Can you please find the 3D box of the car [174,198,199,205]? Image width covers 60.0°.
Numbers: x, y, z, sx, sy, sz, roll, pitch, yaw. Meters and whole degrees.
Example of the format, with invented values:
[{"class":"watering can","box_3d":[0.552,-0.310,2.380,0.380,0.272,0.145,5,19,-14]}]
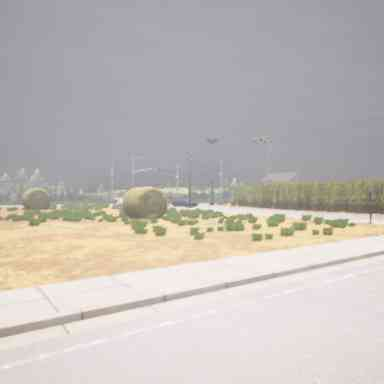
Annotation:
[{"class":"car","box_3d":[-1.004,1.697,52.365,2.033,1.411,5.357,0,0,-33]}]
